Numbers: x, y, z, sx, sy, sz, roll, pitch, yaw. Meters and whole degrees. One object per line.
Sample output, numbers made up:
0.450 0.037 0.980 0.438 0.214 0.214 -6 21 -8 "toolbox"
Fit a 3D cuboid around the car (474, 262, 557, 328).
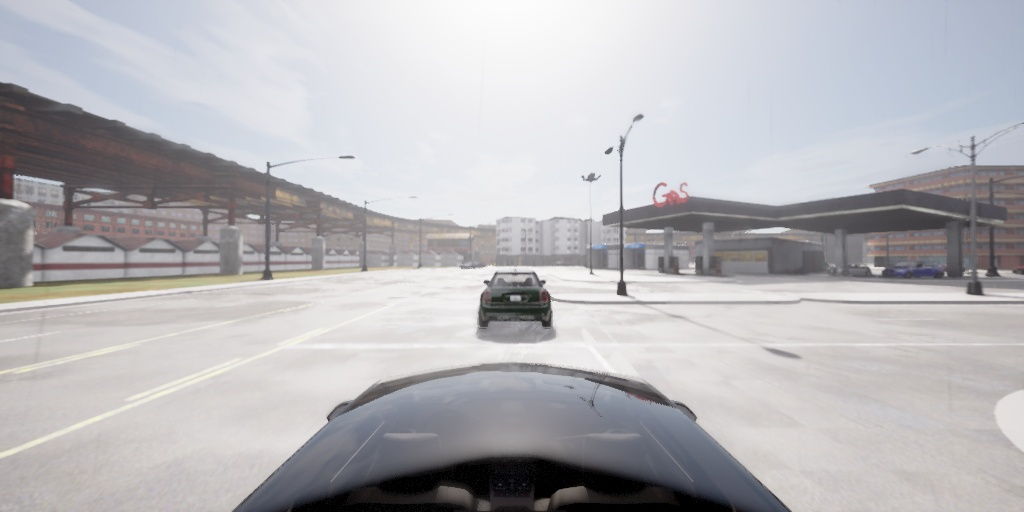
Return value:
0.095 1.194 11.940 2.097 1.767 4.553 0 -1 0 "car"
